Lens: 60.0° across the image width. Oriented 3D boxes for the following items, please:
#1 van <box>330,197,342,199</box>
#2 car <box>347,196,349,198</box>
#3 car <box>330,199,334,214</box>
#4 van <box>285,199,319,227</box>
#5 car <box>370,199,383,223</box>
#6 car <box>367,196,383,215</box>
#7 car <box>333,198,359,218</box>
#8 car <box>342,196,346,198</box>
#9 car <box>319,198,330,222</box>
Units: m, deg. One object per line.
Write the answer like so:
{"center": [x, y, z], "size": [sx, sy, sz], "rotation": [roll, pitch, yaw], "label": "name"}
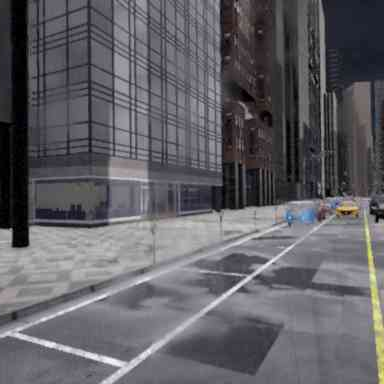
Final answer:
{"center": [20.863, 1.725, 49.602], "size": [1.690, 1.788, 3.998], "rotation": [-1, -1, 27], "label": "van"}
{"center": [33.570, 2.081, 74.413], "size": [1.752, 1.417, 4.829], "rotation": [-1, -1, 27], "label": "car"}
{"center": [15.753, 1.868, 39.613], "size": [2.008, 1.369, 4.403], "rotation": [-1, -1, 27], "label": "car"}
{"center": [8.081, 1.560, 24.637], "size": [1.690, 1.788, 3.998], "rotation": [-1, -1, 27], "label": "van"}
{"center": [15.876, 1.628, 27.055], "size": [1.882, 1.535, 5.008], "rotation": [-1, -1, 27], "label": "car"}
{"center": [20.557, 1.437, 36.361], "size": [2.150, 2.045, 5.566], "rotation": [-1, -1, 27], "label": "car"}
{"center": [15.674, 1.715, 33.498], "size": [1.882, 1.535, 5.008], "rotation": [-1, -1, 28], "label": "car"}
{"center": [25.977, 1.891, 59.587], "size": [1.967, 1.590, 4.097], "rotation": [-1, -1, 27], "label": "car"}
{"center": [10.637, 1.566, 29.630], "size": [2.192, 1.841, 5.009], "rotation": [-1, -1, 27], "label": "car"}
